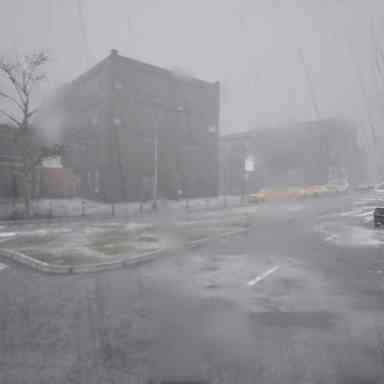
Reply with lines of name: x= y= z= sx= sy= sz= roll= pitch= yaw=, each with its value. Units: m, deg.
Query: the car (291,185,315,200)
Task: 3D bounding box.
car: x=12.239 y=0.079 z=40.101 sx=5.366 sy=1.575 sz=1.946 roll=-3 pitch=3 yaw=-43

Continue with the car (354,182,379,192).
car: x=28.641 y=-0.855 z=55.299 sx=4.792 sy=1.488 sz=2.163 roll=-3 pitch=3 yaw=-43

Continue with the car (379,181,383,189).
car: x=36.769 y=-1.363 z=62.823 sx=4.892 sy=1.521 sz=2.231 roll=-3 pitch=3 yaw=-43

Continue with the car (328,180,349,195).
car: x=20.542 y=-0.659 z=47.784 sx=5.566 sy=2.045 sz=2.435 roll=-3 pitch=3 yaw=-43

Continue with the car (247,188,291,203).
car: x=8.184 y=0.320 z=36.359 sx=5.366 sy=1.575 sz=1.946 roll=-3 pitch=3 yaw=-43

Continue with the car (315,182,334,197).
car: x=16.288 y=-0.160 z=43.852 sx=5.366 sy=1.575 sz=1.946 roll=-3 pitch=3 yaw=-43

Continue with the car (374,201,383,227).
car: x=11.423 y=1.040 z=18.152 sx=1.882 sy=1.535 sz=5.008 roll=1 pitch=3 yaw=41
